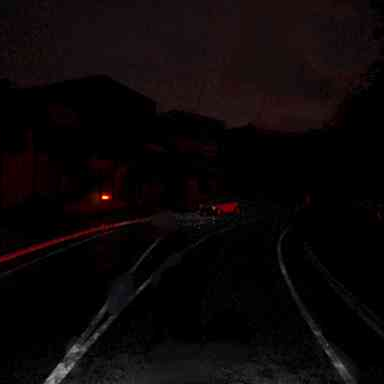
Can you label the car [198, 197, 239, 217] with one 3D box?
[{"bbox_3d":[2.540,1.339,31.604,2.097,1.767,4.553,0,0,39],"label":"car"}]
